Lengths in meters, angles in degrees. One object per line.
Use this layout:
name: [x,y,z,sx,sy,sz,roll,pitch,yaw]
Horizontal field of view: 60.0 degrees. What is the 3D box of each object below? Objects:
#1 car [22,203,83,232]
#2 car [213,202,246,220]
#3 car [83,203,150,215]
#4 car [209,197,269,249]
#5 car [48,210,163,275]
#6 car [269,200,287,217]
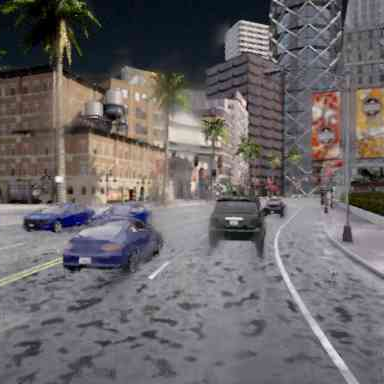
car: [-7.603,1.435,19.524,1.882,1.535,5.008,0,0,16]
car: [3.498,1.617,29.932,1.895,1.301,4.718,0,0,20]
car: [-3.974,1.455,19.558,1.882,1.535,5.008,0,0,17]
car: [2.185,1.230,14.903,2.150,2.045,5.566,0,0,14]
car: [-2.256,1.513,10.416,1.812,1.442,4.674,0,0,9]
car: [8.007,1.544,32.000,1.837,1.490,4.892,0,0,20]
